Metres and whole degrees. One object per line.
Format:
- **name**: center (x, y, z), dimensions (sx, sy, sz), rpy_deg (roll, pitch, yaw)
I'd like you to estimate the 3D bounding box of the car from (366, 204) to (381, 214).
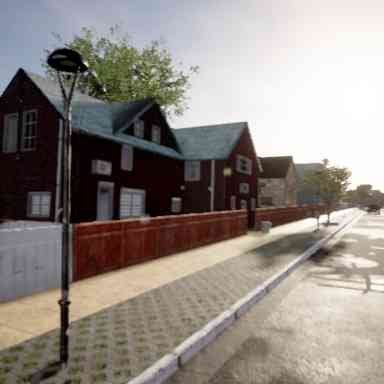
- **car**: center (29.935, 2.815, 54.907), dimensions (1.837, 1.490, 4.892), rpy_deg (0, -1, 29)
